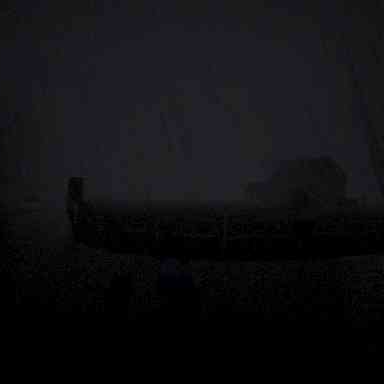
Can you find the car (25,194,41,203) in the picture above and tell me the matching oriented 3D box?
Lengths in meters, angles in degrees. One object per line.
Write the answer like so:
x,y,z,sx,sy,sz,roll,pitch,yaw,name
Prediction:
-24.375,1.021,51.130,1.994,1.385,4.181,1,0,-21,car
